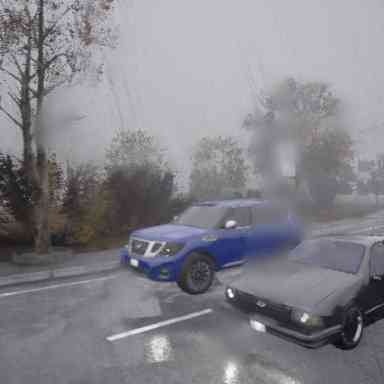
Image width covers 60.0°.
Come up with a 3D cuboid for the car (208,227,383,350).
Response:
[{"bbox_3d":[3.043,1.548,6.456,5.357,1.411,2.033,0,0,-38],"label":"car"}]

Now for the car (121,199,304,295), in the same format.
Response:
[{"bbox_3d":[0.870,1.239,9.191,5.566,2.045,2.150,0,0,-39],"label":"car"}]
